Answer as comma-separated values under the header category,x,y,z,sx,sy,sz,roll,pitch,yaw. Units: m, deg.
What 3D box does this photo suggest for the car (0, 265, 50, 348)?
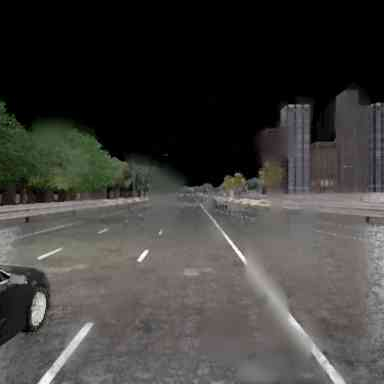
category,x,y,z,sx,sy,sz,roll,pitch,yaw
car,-3.401,1.514,3.939,1.837,1.490,4.892,0,0,0

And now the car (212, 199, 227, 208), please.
category,x,y,z,sx,sy,sz,roll,pitch,yaw
car,4.275,1.798,52.035,2.033,1.411,5.357,0,0,-4
